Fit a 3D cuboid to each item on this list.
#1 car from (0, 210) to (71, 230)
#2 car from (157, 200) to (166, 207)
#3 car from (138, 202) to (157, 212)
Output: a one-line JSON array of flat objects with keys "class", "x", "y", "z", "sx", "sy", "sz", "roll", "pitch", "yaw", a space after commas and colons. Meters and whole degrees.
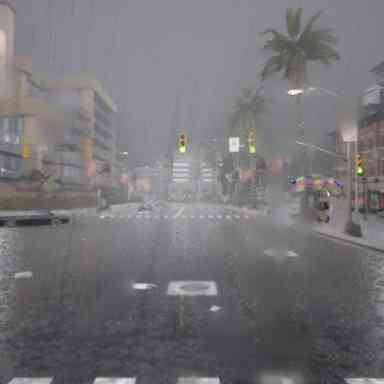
[{"class": "car", "x": -11.339, "y": 1.966, "z": 23.972, "sx": 4.718, "sy": 1.301, "sz": 1.895, "roll": 0, "pitch": -1, "yaw": -29}, {"class": "car", "x": -7.006, "y": 2.602, "z": 74.808, "sx": 1.837, "sy": 1.490, "sz": 4.892, "roll": 0, "pitch": -1, "yaw": 0}, {"class": "car", "x": -6.998, "y": 2.335, "z": 50.513, "sx": 1.994, "sy": 1.385, "sz": 4.181, "roll": 0, "pitch": 0, "yaw": 0}]
